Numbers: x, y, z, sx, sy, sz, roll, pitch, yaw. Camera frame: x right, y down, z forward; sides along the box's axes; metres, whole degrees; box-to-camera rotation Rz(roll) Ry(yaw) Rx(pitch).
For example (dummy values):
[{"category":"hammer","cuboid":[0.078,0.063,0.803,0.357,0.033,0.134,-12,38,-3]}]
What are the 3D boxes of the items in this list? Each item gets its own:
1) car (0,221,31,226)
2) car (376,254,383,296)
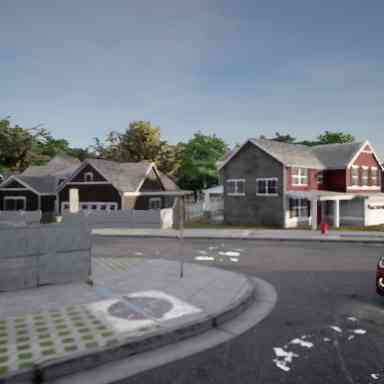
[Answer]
[{"category":"car","cuboid":[-9.439,2.254,17.519,5.357,1.411,2.033,-1,0,19]},{"category":"car","cuboid":[6.077,1.441,7.472,4.553,1.767,2.097,1,-1,-37]}]
